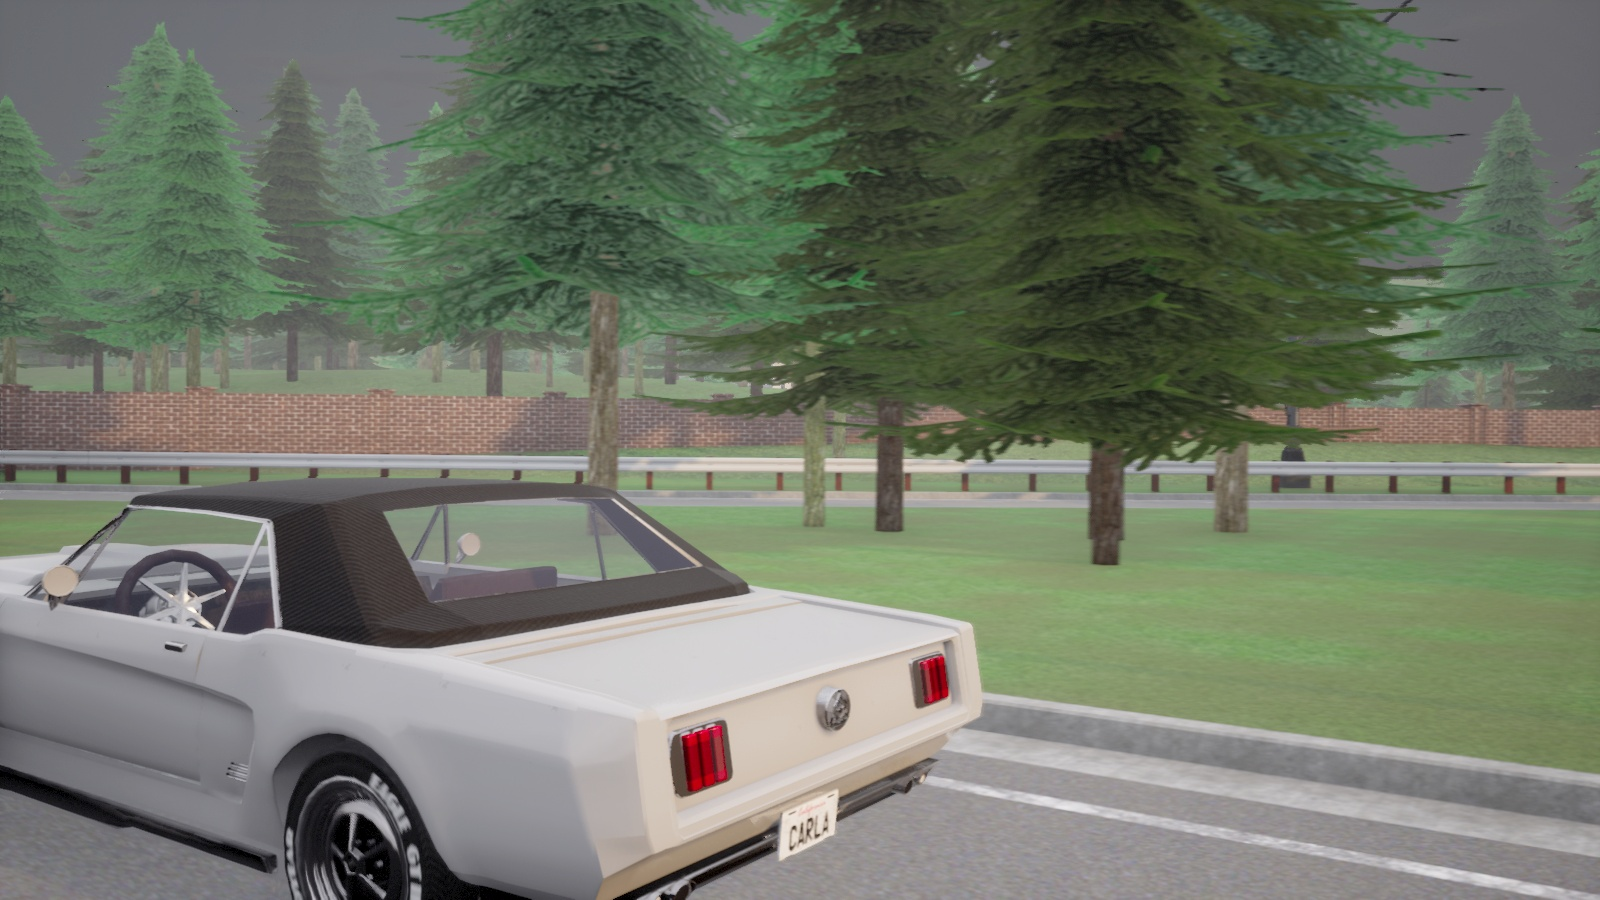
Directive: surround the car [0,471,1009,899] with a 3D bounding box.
[{"bbox_3d":[-1.781,0.782,4.808,4.718,1.301,1.895,0,1,34],"label":"car"}]
